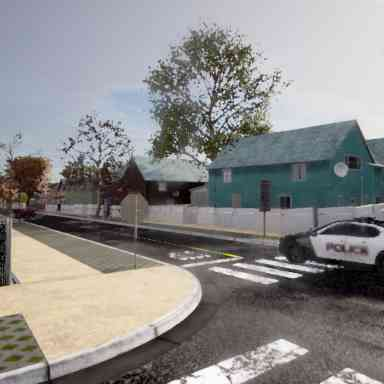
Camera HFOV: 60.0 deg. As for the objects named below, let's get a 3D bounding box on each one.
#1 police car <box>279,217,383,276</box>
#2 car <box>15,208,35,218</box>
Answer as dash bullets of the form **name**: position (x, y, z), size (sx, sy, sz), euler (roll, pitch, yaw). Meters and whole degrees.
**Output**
- **police car**: position (4.991, 1.570, 10.319), size (2.038, 1.542, 4.974), euler (1, -3, -35)
- **car**: position (-22.316, 2.779, 44.407), size (1.895, 1.301, 4.718), euler (1, -2, -35)
